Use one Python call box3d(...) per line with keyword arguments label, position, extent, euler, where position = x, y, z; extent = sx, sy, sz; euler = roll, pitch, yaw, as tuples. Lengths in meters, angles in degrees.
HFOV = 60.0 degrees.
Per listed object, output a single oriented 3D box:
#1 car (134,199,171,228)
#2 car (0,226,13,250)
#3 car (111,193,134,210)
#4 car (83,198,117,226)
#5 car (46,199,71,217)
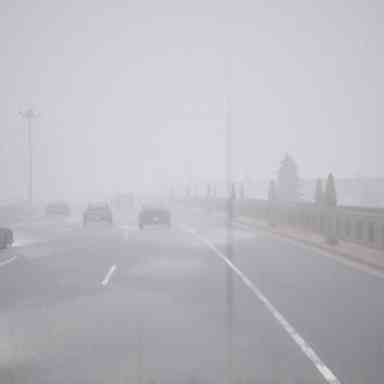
box3d(label="car", position=(-2.575, 1.396, 21.702), extent=(1.882, 1.535, 5.008), euler=(0, 0, -12))
box3d(label="car", position=(-7.864, 1.549, 11.419), extent=(1.994, 1.385, 4.181), euler=(0, 0, -7))
box3d(label="car", position=(-8.412, 1.090, 40.116), extent=(2.150, 2.045, 5.566), euler=(0, 0, -23))
box3d(label="car", position=(-6.499, 1.425, 23.201), extent=(2.128, 1.511, 4.902), euler=(0, 0, -14))
box3d(label="car", position=(-12.371, 1.415, 30.868), extent=(1.882, 1.535, 5.008), euler=(0, 0, -19))
